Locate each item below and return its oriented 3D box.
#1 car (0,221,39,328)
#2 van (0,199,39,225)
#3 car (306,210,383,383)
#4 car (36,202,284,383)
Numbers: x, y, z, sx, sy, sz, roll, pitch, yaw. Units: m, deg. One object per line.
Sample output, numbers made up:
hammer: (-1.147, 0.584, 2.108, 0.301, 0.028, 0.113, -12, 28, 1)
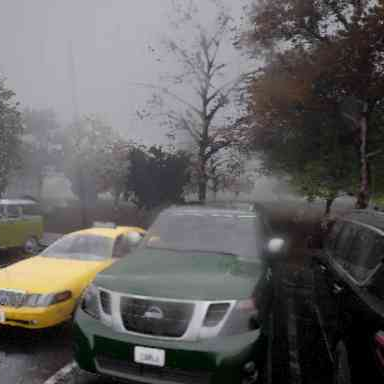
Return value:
car: (-2.103, 1.473, 7.361, 1.946, 1.575, 5.366, 1, -1, 15)
van: (-6.870, 1.245, 11.085, 1.878, 1.987, 4.442, 0, -1, 15)
car: (2.755, 1.234, 4.140, 2.435, 2.045, 5.566, 0, -1, 16)
car: (0.342, 1.230, 5.798, 2.435, 2.045, 5.566, 1, -1, 15)
